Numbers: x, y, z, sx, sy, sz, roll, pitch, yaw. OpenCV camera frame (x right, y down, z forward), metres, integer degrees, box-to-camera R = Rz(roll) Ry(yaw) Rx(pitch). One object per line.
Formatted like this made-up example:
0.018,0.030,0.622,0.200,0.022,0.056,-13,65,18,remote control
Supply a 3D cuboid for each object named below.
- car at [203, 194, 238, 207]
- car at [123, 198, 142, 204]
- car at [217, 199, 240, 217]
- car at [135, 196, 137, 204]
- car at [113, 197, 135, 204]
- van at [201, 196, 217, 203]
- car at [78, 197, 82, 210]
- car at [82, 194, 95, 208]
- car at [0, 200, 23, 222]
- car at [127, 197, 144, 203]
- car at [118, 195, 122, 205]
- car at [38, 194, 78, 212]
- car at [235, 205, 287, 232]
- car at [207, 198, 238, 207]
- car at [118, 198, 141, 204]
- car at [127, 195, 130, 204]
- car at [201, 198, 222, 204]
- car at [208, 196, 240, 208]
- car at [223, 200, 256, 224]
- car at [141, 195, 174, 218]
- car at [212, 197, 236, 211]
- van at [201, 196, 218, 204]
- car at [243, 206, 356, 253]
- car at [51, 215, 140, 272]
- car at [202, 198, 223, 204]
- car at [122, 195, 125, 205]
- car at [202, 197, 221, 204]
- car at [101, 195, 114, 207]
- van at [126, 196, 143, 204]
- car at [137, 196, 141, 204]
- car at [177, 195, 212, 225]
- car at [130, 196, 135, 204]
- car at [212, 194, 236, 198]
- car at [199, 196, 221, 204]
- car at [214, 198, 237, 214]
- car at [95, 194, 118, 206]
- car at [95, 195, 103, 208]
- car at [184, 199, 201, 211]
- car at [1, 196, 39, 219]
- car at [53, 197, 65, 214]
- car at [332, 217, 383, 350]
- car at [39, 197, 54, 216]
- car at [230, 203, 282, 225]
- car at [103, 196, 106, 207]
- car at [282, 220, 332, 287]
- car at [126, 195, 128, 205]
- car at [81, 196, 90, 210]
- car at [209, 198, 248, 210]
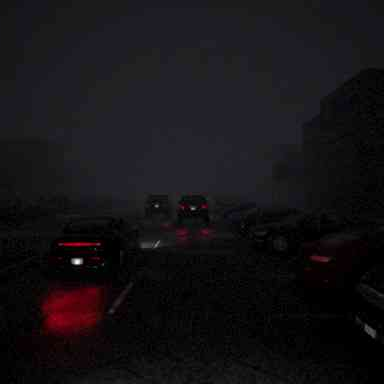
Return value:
4.672,1.387,54.782,5.566,2.045,2.435,0,-1,0,car
-15.807,2.372,88.096,4.674,1.452,2.002,0,-1,0,car
4.734,1.537,26.998,4.792,1.488,2.163,0,0,0,car
-15.753,1.766,74.316,5.566,2.045,2.435,0,-1,0,car
-15.756,1.957,77.070,4.553,1.767,2.185,0,-1,0,car
4.817,2.220,93.548,4.442,1.987,1.878,0,-1,0,van
-15.704,1.586,38.489,4.674,1.452,2.002,0,0,0,car
-15.750,1.447,44.004,4.553,1.767,2.185,0,0,0,car
-15.707,1.524,24.703,4.792,1.488,2.163,0,0,0,car
-15.853,2.322,93.614,4.553,1.767,2.185,0,-1,0,car
-15.718,1.434,57.785,5.566,2.045,2.435,0,-1,0,car
-15.730,1.283,35.732,5.566,2.045,2.435,0,0,0,car
4.736,1.515,15.881,4.792,1.488,2.163,0,0,0,car
4.699,1.653,52.005,4.674,1.452,2.002,0,0,0,car
-15.989,2.269,85.340,5.366,1.575,1.946,0,-1,0,car
-15.801,1.763,68.802,4.553,1.767,2.185,0,-1,0,car
4.691,2.140,79.775,5.008,1.535,2.097,0,-1,0,car
4.670,1.468,49.228,4.553,1.767,2.185,0,0,0,car
4.712,1.495,21.314,4.892,1.521,2.231,0,0,0,car
-2.906,1.258,30.265,2.150,2.045,5.566,0,0,0,car
4.709,1.524,32.556,5.008,1.535,2.097,0,0,0,car
4.813,2.164,90.895,4.442,1.987,1.878,0,-1,0,van
4.714,1.484,13.101,4.892,1.521,2.231,0,0,0,car
-2.902,1.505,10.821,1.837,1.490,4.892,0,0,0,car
4.726,2.104,76.995,4.792,1.488,2.163,0,-1,0,car
-15.724,1.477,60.538,5.566,2.045,2.435,0,-1,0,car
4.727,2.080,82.555,4.553,1.767,2.185,0,-1,0,car
-15.550,1.621,52.273,5.366,1.575,1.946,0,0,0,car
-15.699,2.165,90.860,4.442,1.987,1.878,0,-1,0,van
-15.984,2.207,82.581,5.366,1.575,1.946,0,-1,0,car
0.092,1.237,24.585,2.150,2.045,5.566,0,-1,0,car
-15.804,1.702,71.559,5.566,2.045,2.435,0,-1,0,car
4.676,1.419,38.106,4.553,1.767,2.185,0,0,0,car
4.665,2.076,87.997,5.566,2.045,2.435,0,-1,0,car
4.698,1.517,29.776,4.892,1.521,2.231,0,0,0,car
-15.713,1.402,55.028,5.566,2.045,2.435,0,-1,0,car
-15.719,1.586,46.761,5.008,1.535,2.097,0,0,0,car
0.092,1.631,42.771,2.033,1.411,5.357,0,0,0,car
-15.653,1.378,27.460,4.553,1.767,2.185,0,0,0,car
-15.666,1.552,32.973,4.792,1.488,2.163,0,0,0,car
4.741,1.353,4.675,4.553,1.767,2.185,0,0,0,car
-15.684,1.512,30.217,5.008,1.535,2.097,0,0,0,car
4.704,1.530,18.660,4.674,1.452,2.002,0,0,0,car
-15.727,1.644,49.515,4.674,1.452,2.002,0,0,0,car
4.706,1.519,7.545,4.674,1.452,2.002,0,0,0,car
-15.793,1.860,66.041,4.792,1.488,2.163,0,-1,0,car
-15.742,1.589,41.246,4.792,1.488,2.163,0,0,0,car
4.708,1.568,43.547,4.892,1.521,2.231,0,0,0,car
